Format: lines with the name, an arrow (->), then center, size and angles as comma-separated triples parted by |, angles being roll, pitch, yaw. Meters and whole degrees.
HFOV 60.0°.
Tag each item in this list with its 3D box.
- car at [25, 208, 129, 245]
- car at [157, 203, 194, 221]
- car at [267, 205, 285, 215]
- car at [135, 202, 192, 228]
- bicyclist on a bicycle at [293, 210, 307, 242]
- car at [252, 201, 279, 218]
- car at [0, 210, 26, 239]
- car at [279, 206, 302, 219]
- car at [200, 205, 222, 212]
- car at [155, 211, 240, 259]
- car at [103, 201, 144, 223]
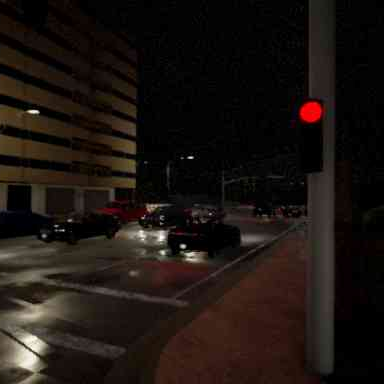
car -> -5.787, 1.802, 17.470 | 2.128, 1.511, 4.902 | 0, -1, 24
car -> -1.647, 2.064, 35.487 | 2.097, 1.767, 4.553 | 0, -1, 24
car -> 13.017, 2.773, 51.148 | 1.994, 1.385, 4.181 | 0, -1, 24
car -> -2.069, 1.874, 25.895 | 2.097, 1.767, 4.553 | 0, -1, 24
bicyclist on a bicycle -> 5.963, 1.759, 16.889 | 1.656, 1.620, 0.582 | 0, -1, 24
car -> 9.290, 2.216, 42.576 | 2.150, 2.045, 5.566 | 0, -1, 24
car -> -9.612, 1.736, 17.474 | 1.882, 1.535, 5.008 | 0, -1, 24
car -> 12.456, 2.487, 41.084 | 1.882, 1.535, 5.008 | 0, -1, 24
car -> 2.023, 2.355, 35.138 | 1.895, 1.301, 4.718 | 0, -1, 24
car -> 0.672, 1.831, 14.446 | 2.128, 1.511, 4.902 | 0, -1, 24
car -> -5.601, 1.708, 26.553 | 2.150, 2.045, 5.566 | 0, -1, 24
